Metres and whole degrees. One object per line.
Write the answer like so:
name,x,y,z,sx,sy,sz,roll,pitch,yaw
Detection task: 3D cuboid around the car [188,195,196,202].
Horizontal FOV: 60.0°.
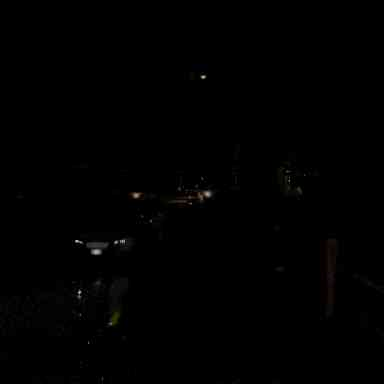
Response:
car,0.006,1.565,80.426,1.812,1.442,4.674,0,1,0

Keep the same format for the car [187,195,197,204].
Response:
car,0.006,1.690,69.989,2.128,1.511,4.902,0,0,0

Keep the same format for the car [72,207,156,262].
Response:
car,-2.781,1.504,12.183,2.128,1.511,4.902,0,0,0

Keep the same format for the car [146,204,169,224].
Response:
car,-2.769,1.604,25.593,2.033,1.411,5.357,0,0,1
